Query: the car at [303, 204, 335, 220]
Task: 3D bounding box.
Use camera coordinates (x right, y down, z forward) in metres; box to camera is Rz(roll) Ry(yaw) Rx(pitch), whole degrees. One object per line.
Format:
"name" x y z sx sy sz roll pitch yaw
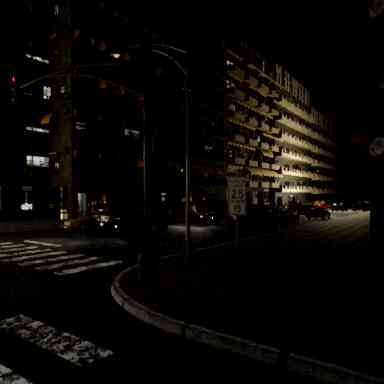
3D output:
"car" 13.709 2.284 35.957 1.802 1.307 4.206 -1 -2 35

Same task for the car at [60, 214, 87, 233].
"car" -6.231 1.834 21.965 1.752 1.417 4.829 -1 -2 35

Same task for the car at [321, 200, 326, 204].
"car" 26.270 2.640 68.559 2.192 1.841 5.009 -1 -2 35

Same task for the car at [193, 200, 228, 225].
"car" 2.342 1.728 29.707 2.150 2.045 5.566 0 -1 34

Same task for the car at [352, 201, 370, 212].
"car" 29.909 2.522 59.188 2.192 1.841 5.009 -1 -2 35

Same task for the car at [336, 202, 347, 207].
"car" 39.235 3.282 87.135 1.947 1.339 4.313 -1 -2 35

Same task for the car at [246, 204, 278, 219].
"car" 8.068 2.191 37.889 1.837 1.490 4.892 0 -1 35

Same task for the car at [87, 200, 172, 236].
"car" -3.566 1.541 21.237 2.150 2.045 5.566 0 -1 35

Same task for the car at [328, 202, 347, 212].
"car" 25.273 2.626 56.992 2.128 1.511 4.902 0 -1 35

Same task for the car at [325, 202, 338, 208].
"car" 32.752 3.067 77.844 1.887 1.381 4.507 -1 -2 35

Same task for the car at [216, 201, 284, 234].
"car" 3.987 1.711 22.030 2.192 1.841 5.009 -1 -2 35

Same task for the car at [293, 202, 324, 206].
"car" 14.821 2.311 41.998 1.837 1.490 4.892 0 -2 35

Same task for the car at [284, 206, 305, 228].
"car" 7.228 2.043 26.669 1.887 1.381 4.507 -1 -2 35

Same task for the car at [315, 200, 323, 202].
"car" 23.031 2.771 63.910 1.887 1.381 4.507 -1 -2 35

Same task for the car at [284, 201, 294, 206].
"car" 13.211 2.446 49.835 1.752 1.417 4.829 -1 -2 35

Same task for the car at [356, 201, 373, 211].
"car" 33.150 2.621 63.834 2.192 1.841 5.009 -1 -2 35
